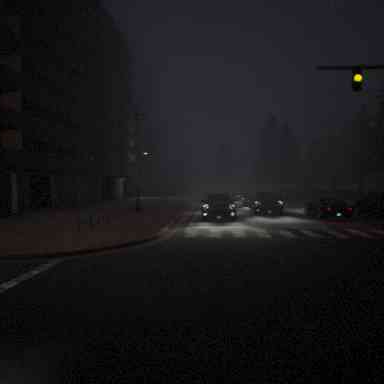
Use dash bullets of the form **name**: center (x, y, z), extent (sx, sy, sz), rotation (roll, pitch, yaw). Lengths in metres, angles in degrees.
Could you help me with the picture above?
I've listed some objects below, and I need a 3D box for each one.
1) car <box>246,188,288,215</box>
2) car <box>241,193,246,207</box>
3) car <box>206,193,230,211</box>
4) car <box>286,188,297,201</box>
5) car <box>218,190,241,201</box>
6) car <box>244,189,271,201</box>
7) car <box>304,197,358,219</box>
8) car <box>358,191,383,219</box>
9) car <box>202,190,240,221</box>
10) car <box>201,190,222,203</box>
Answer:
- **car**: center (5.522, 0.746, 25.172), extent (2.097, 1.767, 4.553), rotation (0, 1, 4)
- **car**: center (6.153, 0.746, 34.591), extent (2.033, 1.411, 5.357), rotation (0, 1, 4)
- **car**: center (2.456, 0.850, 31.257), extent (2.033, 1.411, 5.357), rotation (0, 1, 4)
- **car**: center (12.571, 0.262, 45.737), extent (2.097, 1.767, 4.553), rotation (-1, 1, -8)
- **car**: center (5.235, 0.464, 46.976), extent (1.837, 1.490, 4.892), rotation (-1, 1, -12)
- **car**: center (8.997, 0.428, 46.227), extent (2.128, 1.511, 4.902), rotation (-1, 1, -10)
- **car**: center (9.002, 1.018, 22.268), extent (1.895, 1.301, 4.718), rotation (0, 1, 4)
- **car**: center (12.480, 0.743, 21.859), extent (2.097, 1.767, 4.553), rotation (0, 1, 4)
- **car**: center (1.762, 0.852, 21.812), extent (2.097, 1.767, 4.553), rotation (0, 1, 4)
- **car**: center (2.418, 0.550, 42.767), extent (1.882, 1.535, 5.008), rotation (-1, 1, -7)
